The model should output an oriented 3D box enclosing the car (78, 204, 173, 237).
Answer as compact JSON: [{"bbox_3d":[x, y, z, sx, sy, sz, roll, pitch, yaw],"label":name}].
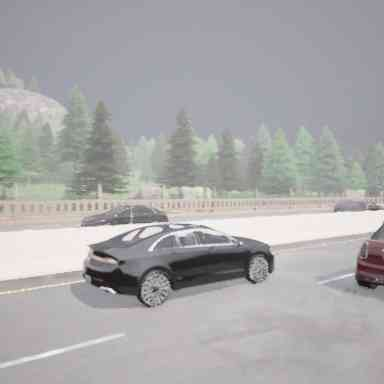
[{"bbox_3d":[-3.630,1.502,18.592,4.892,1.490,1.837,0,0,-35],"label":"car"}]

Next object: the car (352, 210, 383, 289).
[{"bbox_3d":[5.990,1.383,8.017,4.553,1.767,2.097,0,0,-35],"label":"car"}]

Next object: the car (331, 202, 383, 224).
[{"bbox_3d":[13.470,1.572,26.453,4.902,1.511,2.128,0,0,-35],"label":"car"}]

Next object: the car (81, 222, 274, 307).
[{"bbox_3d":[-0.088,1.497,7.985,4.902,1.511,2.128,0,0,-35],"label":"car"}]
